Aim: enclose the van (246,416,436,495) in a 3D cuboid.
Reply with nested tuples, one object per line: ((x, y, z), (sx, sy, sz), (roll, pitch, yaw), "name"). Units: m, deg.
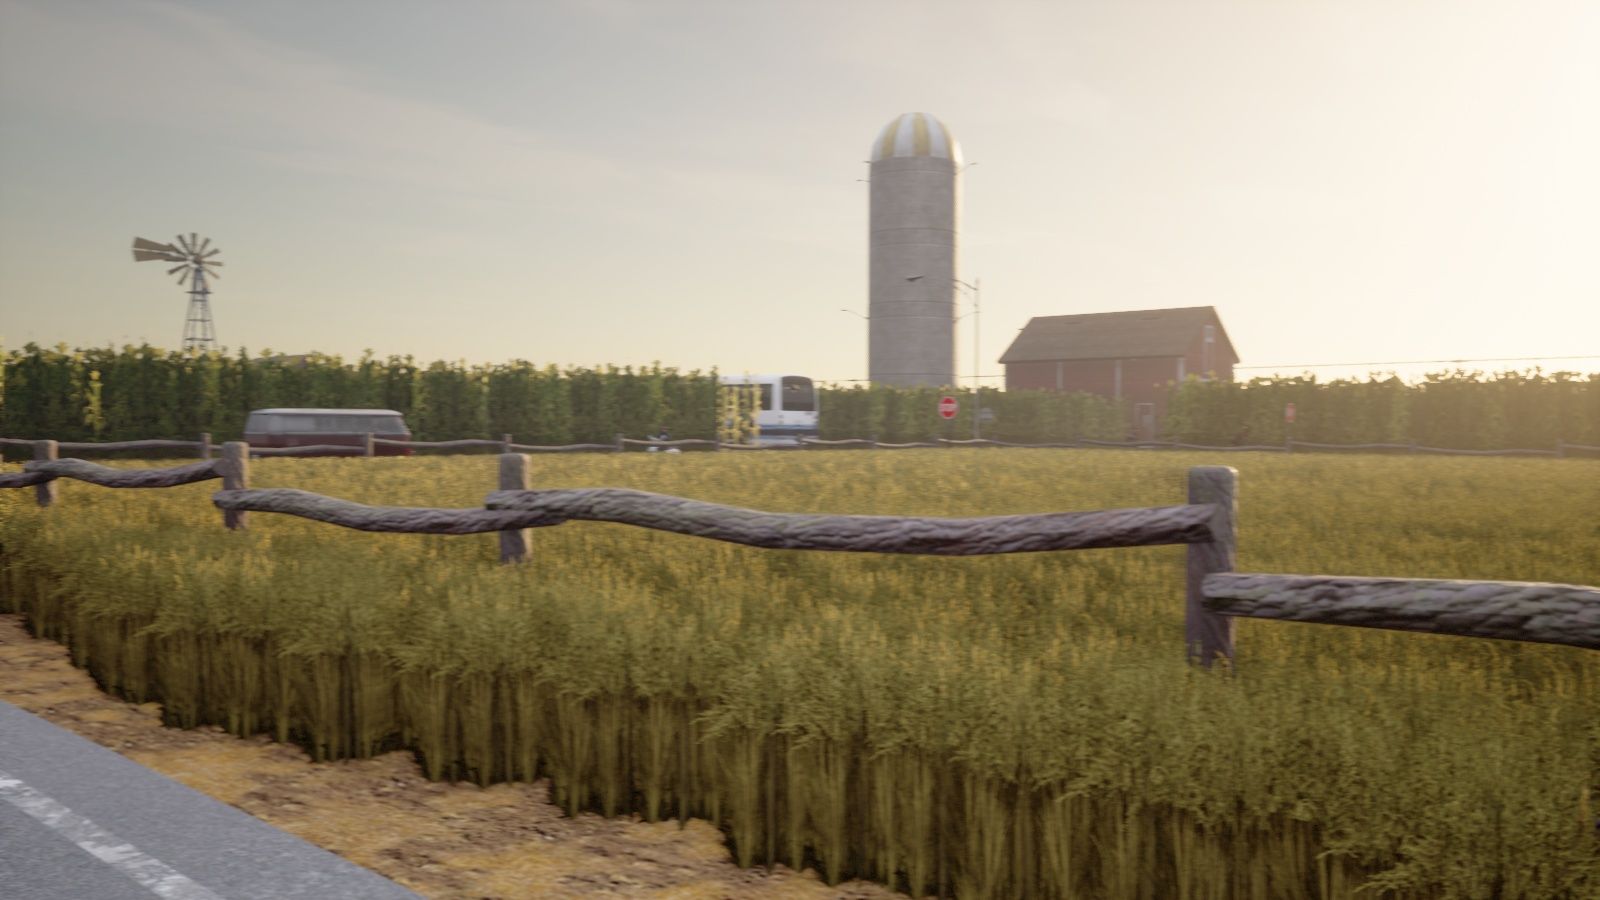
((-12.298, 0.102, 33.857), (1.775, 1.987, 4.442), (0, 1, 42), "van")

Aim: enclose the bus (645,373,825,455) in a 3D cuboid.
((-3.767, -1.950, 69.975), (10.273, 4.253, 3.944), (1, 1, 43), "bus")
